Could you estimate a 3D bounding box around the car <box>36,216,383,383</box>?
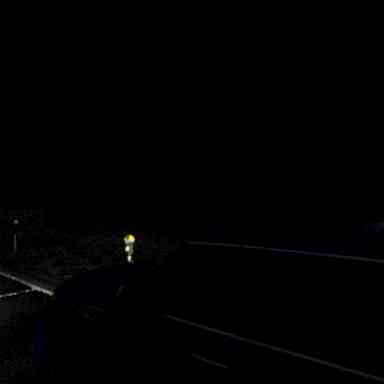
[{"bbox_3d":[0.859,1.232,2.731,5.566,2.045,2.150,0,0,41],"label":"car"}]
